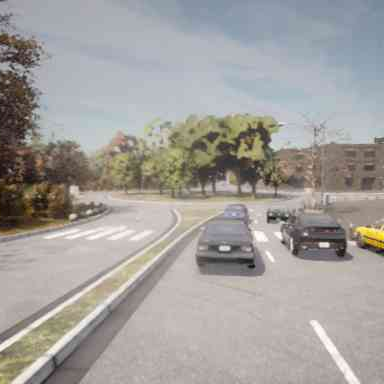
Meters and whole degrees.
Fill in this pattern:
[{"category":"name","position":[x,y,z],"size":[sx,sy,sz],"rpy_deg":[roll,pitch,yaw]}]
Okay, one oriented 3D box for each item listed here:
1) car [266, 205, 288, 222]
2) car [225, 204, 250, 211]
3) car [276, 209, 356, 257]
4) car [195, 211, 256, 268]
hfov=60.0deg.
[{"category":"car","position":[7.128,1.760,27.487],"size":[1.895,1.301,4.718],"rpy_deg":[1,0,13]},{"category":"car","position":[3.564,1.672,26.500],"size":[2.033,1.411,5.357],"rpy_deg":[1,0,12]},{"category":"car","position":[4.757,1.601,13.539],"size":[1.837,1.490,4.892],"rpy_deg":[0,-2,8]},{"category":"car","position":[1.222,1.612,11.650],"size":[2.033,1.411,5.357],"rpy_deg":[0,0,7]}]
